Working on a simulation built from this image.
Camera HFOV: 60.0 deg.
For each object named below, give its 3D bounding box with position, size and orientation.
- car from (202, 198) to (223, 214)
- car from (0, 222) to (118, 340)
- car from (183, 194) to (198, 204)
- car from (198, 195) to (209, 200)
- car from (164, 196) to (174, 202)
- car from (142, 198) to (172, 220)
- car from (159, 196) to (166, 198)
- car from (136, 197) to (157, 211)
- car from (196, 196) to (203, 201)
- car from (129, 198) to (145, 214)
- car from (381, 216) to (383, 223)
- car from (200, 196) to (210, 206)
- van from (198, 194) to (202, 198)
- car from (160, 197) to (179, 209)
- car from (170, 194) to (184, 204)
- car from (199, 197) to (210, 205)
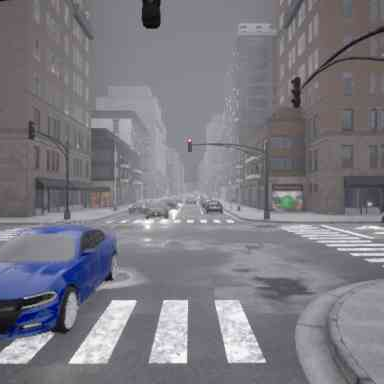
[{"bbox_3d":[2.365,1.606,36.178,1.947,1.339,4.313,0,0,0],"label":"car"},{"bbox_3d":[-2.882,1.472,6.956,1.882,1.535,5.008,0,0,0],"label":"car"},{"bbox_3d":[-0.217,1.661,63.746,1.994,1.385,4.181,0,0,0],"label":"car"},{"bbox_3d":[2.398,1.637,52.711,1.947,1.339,4.313,0,0,0],"label":"car"},{"bbox_3d":[-5.572,1.694,80.281,2.008,1.369,4.403,0,0,0],"label":"car"},{"bbox_3d":[-2.964,1.533,28.821,1.837,1.490,4.892,0,0,-3],"label":"car"},{"bbox_3d":[-5.627,1.653,52.727,1.802,1.307,4.206,0,0,0],"label":"car"},{"bbox_3d":[-5.649,1.490,41.706,1.967,1.590,4.097,0,0,0],"label":"car"},{"bbox_3d":[2.063,1.698,90.147,1.812,1.442,4.674,0,0,0],"label":"car"},{"bbox_3d":[-5.660,1.480,36.195,1.967,1.590,4.097,0,0,0],"label":"car"},{"bbox_3d":[14.200,1.511,20.692,4.181,1.385,1.994,0,0,0],"label":"car"},{"bbox_3d":[2.387,1.641,47.201,1.802,1.307,4.206,0,0,0],"label":"car"},{"bbox_3d":[2.409,1.424,58.222,1.690,1.788,3.998,0,0,0],"label":"van"},{"bbox_3d":[-3.104,1.657,45.286,1.895,1.301,4.718,0,0,0],"label":"car"},{"bbox_3d":[-2.966,1.672,67.391,1.994,1.385,4.181,0,0,0],"label":"car"},{"bbox_3d":[2.420,1.647,63.733,2.008,1.369,4.403,0,0,0],"label":"car"}]
